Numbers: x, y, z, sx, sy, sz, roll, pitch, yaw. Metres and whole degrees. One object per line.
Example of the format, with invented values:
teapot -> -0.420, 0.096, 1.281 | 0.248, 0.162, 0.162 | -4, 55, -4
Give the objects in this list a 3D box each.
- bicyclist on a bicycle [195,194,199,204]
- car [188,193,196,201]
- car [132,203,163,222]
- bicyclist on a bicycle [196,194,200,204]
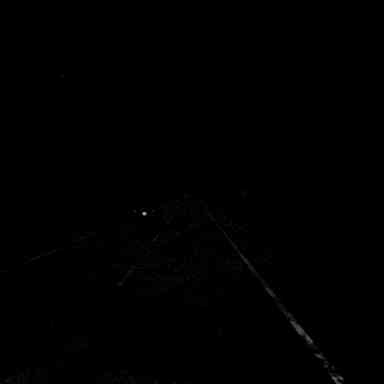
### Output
bicyclist on a bicycle -> 0.962, 1.278, 63.130 | 0.659, 1.776, 1.843 | 0, 0, 0
car -> -0.001, 1.437, 77.659 | 1.994, 1.385, 4.181 | 0, 0, 0
car -> -3.402, 1.526, 25.759 | 1.994, 1.385, 4.181 | 0, 0, 0
bicyclist on a bicycle -> 0.949, 1.357, 54.222 | 0.866, 1.612, 1.509 | 0, 0, 0
